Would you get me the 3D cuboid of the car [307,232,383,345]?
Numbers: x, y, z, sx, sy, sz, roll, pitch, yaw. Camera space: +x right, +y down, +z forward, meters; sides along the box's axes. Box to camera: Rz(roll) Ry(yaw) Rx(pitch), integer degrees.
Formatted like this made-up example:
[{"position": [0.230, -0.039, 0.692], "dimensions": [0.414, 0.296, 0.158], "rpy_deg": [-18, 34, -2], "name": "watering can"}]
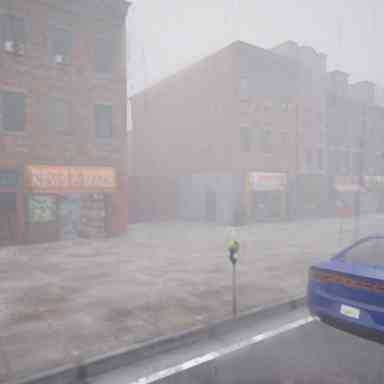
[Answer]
[{"position": [4.131, 1.430, 5.893], "dimensions": [5.008, 1.535, 1.882], "rpy_deg": [-1, 0, -35], "name": "car"}]
